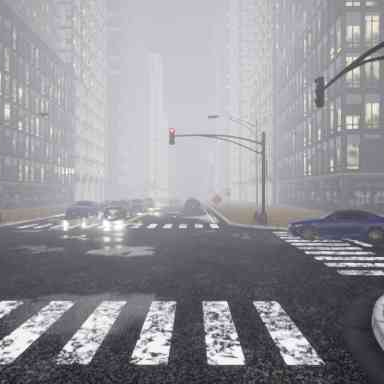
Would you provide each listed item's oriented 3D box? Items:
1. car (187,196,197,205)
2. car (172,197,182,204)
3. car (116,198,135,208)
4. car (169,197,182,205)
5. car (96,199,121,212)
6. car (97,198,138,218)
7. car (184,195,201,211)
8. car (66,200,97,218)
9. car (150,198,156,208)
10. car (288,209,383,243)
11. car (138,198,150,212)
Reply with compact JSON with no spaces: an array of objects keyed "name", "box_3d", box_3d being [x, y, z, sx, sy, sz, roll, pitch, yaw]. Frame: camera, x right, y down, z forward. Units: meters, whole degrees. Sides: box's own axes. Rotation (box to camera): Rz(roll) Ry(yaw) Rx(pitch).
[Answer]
[{"name":"car","box_3d":[0.015,1.620,63.734,1.837,1.490,4.892,0,0,1]},{"name":"car","box_3d":[-3.202,1.703,70.353,1.994,1.385,4.181,0,0,0]},{"name":"car","box_3d":[-9.854,1.631,49.452,1.994,1.385,4.181,0,0,0]},{"name":"car","box_3d":[-3.169,1.592,60.025,2.128,1.511,4.902,0,0,0]},{"name":"car","box_3d":[-9.861,1.607,39.528,1.994,1.385,4.181,0,0,0]},{"name":"car","box_3d":[-6.609,1.517,30.147,2.128,1.511,4.902,0,0,0]},{"name":"car","box_3d":[0.078,1.523,40.726,1.882,1.535,5.008,0,0,0]},{"name":"car","box_3d":[-9.863,1.503,30.395,1.882,1.535,5.008,0,0,0]},{"name":"car","box_3d":[-6.609,1.594,49.721,1.812,1.442,4.674,0,0,0]},{"name":"car","box_3d":[6.950,1.536,15.742,4.674,1.442,1.812,0,0,8]},{"name":"car","box_3d":[-6.611,1.521,39.674,1.882,1.535,5.008,0,0,0]}]
